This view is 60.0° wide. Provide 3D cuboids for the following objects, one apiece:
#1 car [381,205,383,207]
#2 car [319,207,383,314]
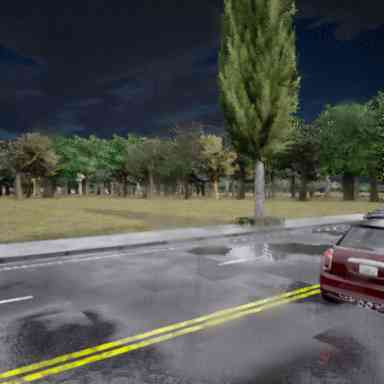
[{"bbox_3d":[12.794,1.422,20.795,5.357,1.411,2.033,0,0,-35],"label":"car"},{"bbox_3d":[4.667,1.309,6.768,4.553,1.767,2.097,0,0,-36],"label":"car"}]
